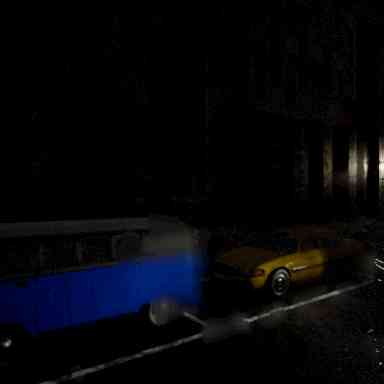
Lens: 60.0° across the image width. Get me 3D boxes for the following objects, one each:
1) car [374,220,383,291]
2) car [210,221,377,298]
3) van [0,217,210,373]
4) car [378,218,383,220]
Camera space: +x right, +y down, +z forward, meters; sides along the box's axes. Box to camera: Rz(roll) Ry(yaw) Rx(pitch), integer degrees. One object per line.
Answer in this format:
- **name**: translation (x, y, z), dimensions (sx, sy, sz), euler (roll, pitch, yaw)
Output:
- **car**: translation (6.193, 1.462, 7.795), dimensions (5.008, 1.535, 1.882), euler (0, 0, -35)
- **car**: translation (2.568, 1.514, 8.483), dimensions (4.829, 1.417, 1.752), euler (0, 0, -35)
- **van**: translation (-1.855, 1.339, 5.329), dimensions (3.998, 1.788, 1.690), euler (0, 0, -35)
- **car**: translation (7.267, 1.562, 11.834), dimensions (4.206, 1.307, 1.802), euler (0, 0, -35)
